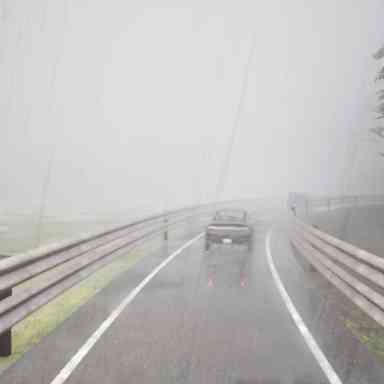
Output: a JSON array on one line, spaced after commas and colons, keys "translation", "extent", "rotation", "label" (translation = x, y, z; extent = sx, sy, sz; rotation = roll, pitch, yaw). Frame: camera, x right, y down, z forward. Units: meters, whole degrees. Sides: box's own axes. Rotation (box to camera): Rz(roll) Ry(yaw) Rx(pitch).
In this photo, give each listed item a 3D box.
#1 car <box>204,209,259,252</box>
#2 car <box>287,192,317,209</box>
[{"translation": [1.721, 1.464, 13.913], "extent": [2.128, 1.511, 4.902], "rotation": [1, 0, 12], "label": "car"}, {"translation": [13.199, 1.018, 39.886], "extent": [2.150, 2.045, 5.566], "rotation": [0, 1, 36], "label": "car"}]
